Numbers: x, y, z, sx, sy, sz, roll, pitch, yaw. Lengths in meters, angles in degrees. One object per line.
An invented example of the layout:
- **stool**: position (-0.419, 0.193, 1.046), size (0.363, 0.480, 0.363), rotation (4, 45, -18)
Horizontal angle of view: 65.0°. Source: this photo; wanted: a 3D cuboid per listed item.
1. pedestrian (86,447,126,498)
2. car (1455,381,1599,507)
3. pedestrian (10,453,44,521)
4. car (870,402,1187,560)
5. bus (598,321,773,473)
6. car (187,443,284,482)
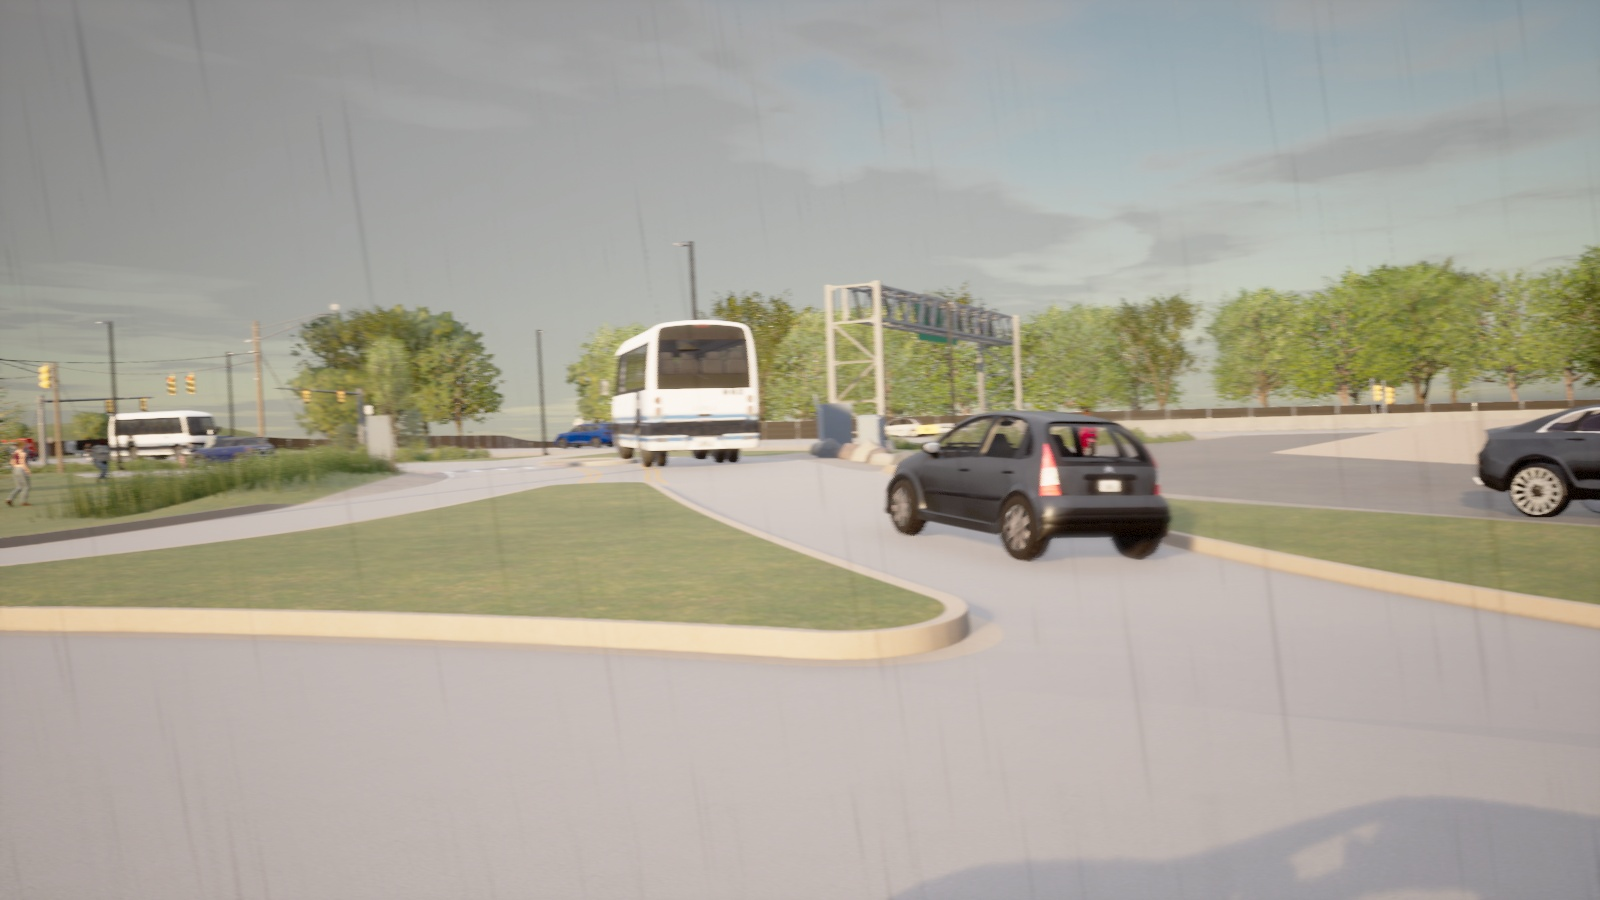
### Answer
- **pedestrian**: position (-26.388, 0.859, 47.754), size (0.900, 1.855, 0.874), rotation (-4, 0, 31)
- **car**: position (10.839, -0.094, 15.056), size (2.128, 1.511, 4.902), rotation (-2, 2, -31)
- **pedestrian**: position (-21.424, 1.007, 34.815), size (0.345, 1.836, 0.594), rotation (-4, 0, 27)
- **car**: position (2.556, 0.244, 15.078), size (1.851, 1.617, 3.988), rotation (0, 2, -23)
- **bus**: position (-4.069, -1.641, 41.263), size (3.944, 4.253, 10.273), rotation (-3, 2, -14)
- **car**: position (-29.780, 0.652, 66.235), size (4.553, 1.767, 2.097), rotation (-3, 1, 25)
